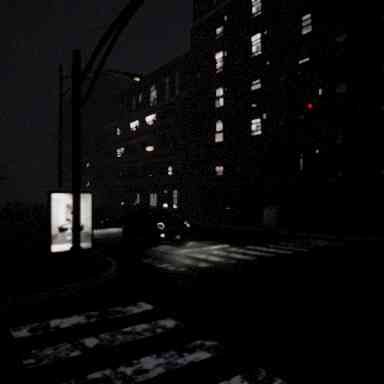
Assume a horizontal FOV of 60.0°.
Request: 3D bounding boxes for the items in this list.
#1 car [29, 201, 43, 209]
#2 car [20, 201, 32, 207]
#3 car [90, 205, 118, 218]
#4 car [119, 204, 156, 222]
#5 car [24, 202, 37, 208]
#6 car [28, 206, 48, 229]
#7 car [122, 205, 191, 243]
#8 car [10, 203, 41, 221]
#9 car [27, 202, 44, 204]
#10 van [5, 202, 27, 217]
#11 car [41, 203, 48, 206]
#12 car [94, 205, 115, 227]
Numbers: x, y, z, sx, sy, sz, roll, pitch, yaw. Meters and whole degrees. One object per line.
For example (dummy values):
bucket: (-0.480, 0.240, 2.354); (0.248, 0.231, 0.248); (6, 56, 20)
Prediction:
car: (-33.628, 2.700, 71.594); (1.967, 1.590, 4.097); (-1, 0, -36)
car: (-40.165, 2.968, 80.610); (1.887, 1.381, 4.507); (-1, 0, -36)
car: (-10.676, 2.273, 40.081); (1.802, 1.307, 4.206); (-1, 0, -36)
car: (-5.410, 2.003, 32.904); (1.967, 1.590, 4.097); (-1, 0, -36)
car: (-36.895, 2.907, 76.101); (1.947, 1.339, 4.313); (-1, 0, -36)
car: (-11.090, 2.042, 26.022); (2.008, 1.369, 4.403); (-1, 0, -36)
car: (-2.020, 1.688, 18.233); (2.097, 1.767, 4.553); (0, -1, -37)
car: (-17.176, 2.188, 34.492); (1.887, 1.381, 4.507); (-1, 0, -36)
car: (-19.892, 2.341, 42.923); (1.994, 1.385, 4.181); (0, -1, -33)
van: (-22.100, 2.108, 41.375); (1.690, 1.788, 3.998); (-1, 0, -36)
car: (-14.097, 2.158, 34.826); (1.812, 1.442, 4.674); (0, -1, -36)
car: (-8.069, 1.989, 26.511); (1.837, 1.490, 4.892); (0, -1, -36)
